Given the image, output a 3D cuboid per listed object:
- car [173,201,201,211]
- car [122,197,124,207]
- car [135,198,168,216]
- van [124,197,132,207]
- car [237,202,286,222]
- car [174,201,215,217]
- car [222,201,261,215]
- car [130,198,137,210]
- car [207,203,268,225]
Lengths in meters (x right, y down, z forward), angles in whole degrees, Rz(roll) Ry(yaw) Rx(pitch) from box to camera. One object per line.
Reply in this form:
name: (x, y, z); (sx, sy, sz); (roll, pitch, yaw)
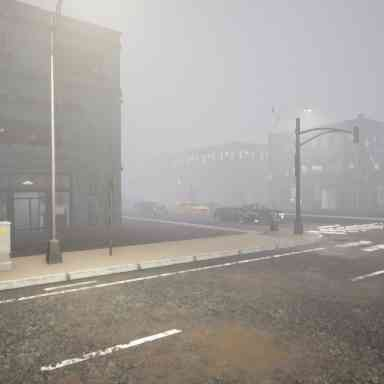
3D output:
car: (-0.788, 1.965, 47.333); (1.802, 1.307, 4.206); (-2, 0, -35)
car: (-13.619, 1.939, 65.381); (2.192, 1.841, 5.009); (-1, 0, -35)
car: (-4.416, 1.846, 37.965); (1.967, 1.590, 4.097); (-1, 0, -35)
van: (-10.412, 1.906, 60.869); (1.690, 1.788, 3.998); (-1, 0, -35)
car: (5.702, 1.713, 28.216); (2.128, 1.511, 4.902); (-1, 0, -35)
car: (-0.095, 1.814, 36.381); (1.882, 1.535, 5.008); (-1, 0, -36)
car: (5.623, 1.809, 38.309); (2.008, 1.369, 4.403); (-2, 0, -35)
car: (-6.088, 1.930, 44.831); (1.882, 1.535, 5.008); (-1, 0, -35)
car: (3.526, 1.814, 26.583); (1.947, 1.339, 4.313); (-1, 0, -35)
